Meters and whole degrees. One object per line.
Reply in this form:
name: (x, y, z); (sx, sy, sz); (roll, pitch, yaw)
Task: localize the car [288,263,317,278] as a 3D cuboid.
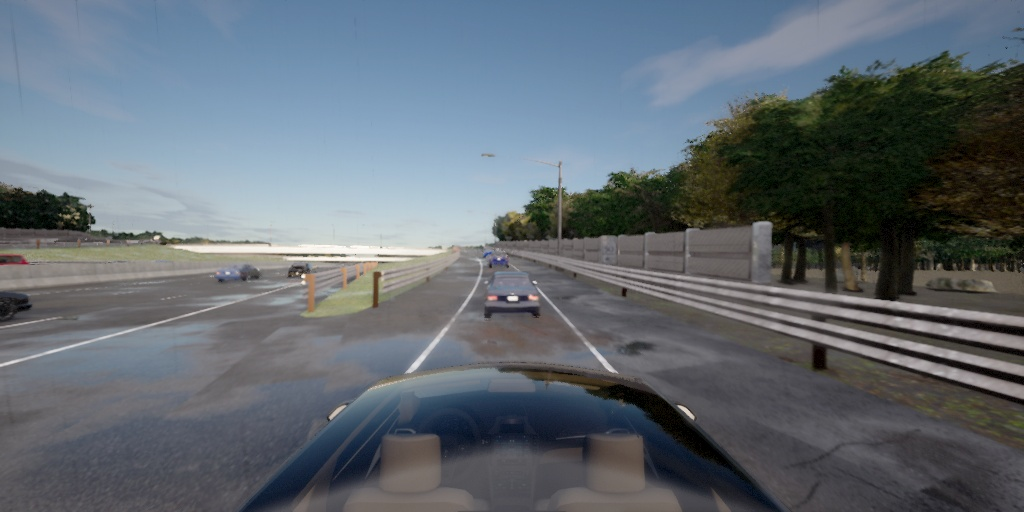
car: (-20.832, 1.390, 35.760); (1.837, 1.490, 4.892); (1, -1, -19)

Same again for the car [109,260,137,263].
car: (-44.959, 1.250, 41.220); (2.128, 1.511, 4.902); (1, -1, -19)

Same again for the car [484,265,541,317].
car: (-0.033, 1.256, 12.948); (2.033, 1.411, 5.357); (0, 1, -1)

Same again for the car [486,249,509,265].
car: (-1.553, 0.260, 39.770); (2.097, 1.767, 4.553); (0, 2, -5)

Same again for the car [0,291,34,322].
car: (-15.140, 1.202, 8.633); (2.033, 1.411, 5.357); (1, -1, -19)

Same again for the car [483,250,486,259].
car: (-3.769, -0.325, 58.766); (1.882, 1.535, 5.008); (0, 2, -8)

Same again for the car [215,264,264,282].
car: (-22.242, 1.358, 29.413); (2.033, 1.411, 5.357); (1, -1, -19)

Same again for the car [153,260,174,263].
car: (-41.893, 1.298, 43.081); (1.882, 1.535, 5.008); (1, -1, -19)

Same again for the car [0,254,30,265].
car: (-35.222, 0.864, 23.543); (2.150, 2.045, 5.566); (1, 0, -19)
